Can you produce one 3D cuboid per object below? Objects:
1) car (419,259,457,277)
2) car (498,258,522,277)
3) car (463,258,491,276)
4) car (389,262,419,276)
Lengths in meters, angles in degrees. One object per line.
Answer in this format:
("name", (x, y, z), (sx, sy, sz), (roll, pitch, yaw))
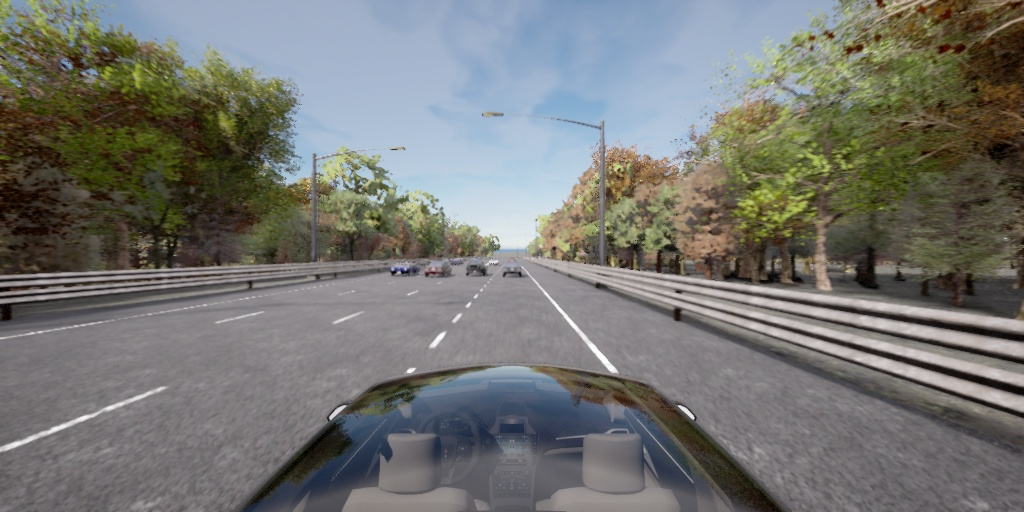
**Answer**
("car", (-6.974, 1.212, 34.336), (2.033, 1.411, 5.357), (0, 0, 0))
("car", (0.026, 1.211, 34.322), (2.033, 1.411, 5.357), (0, 0, 0))
("car", (-3.456, 1.166, 36.040), (1.837, 1.490, 4.892), (0, 1, 1))
("car", (-10.465, 1.263, 35.544), (1.895, 1.301, 4.718), (0, 0, 0))
